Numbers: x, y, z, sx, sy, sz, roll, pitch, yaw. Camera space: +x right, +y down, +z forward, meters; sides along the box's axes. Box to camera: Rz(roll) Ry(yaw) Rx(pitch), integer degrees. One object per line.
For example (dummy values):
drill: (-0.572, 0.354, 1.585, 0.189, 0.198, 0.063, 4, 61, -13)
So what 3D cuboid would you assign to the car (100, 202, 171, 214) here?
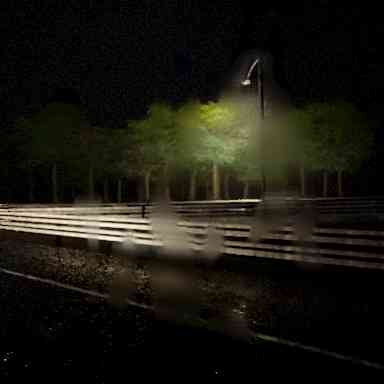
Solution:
car: (-4.327, 1.471, 25.565, 5.357, 1.411, 2.033, -2, -1, 7)
